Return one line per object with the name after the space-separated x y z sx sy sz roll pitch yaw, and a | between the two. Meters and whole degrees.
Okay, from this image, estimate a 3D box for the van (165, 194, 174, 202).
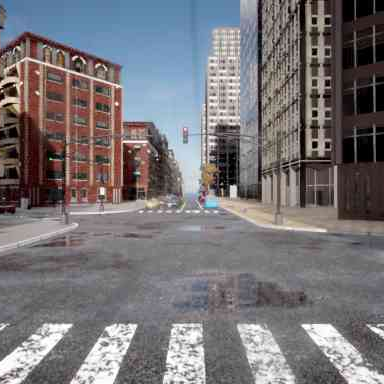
-5.311 1.475 79.105 1.690 1.788 3.998 0 0 0 | van

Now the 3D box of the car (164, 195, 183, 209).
-2.812 1.538 45.981 2.128 1.511 4.902 0 0 2 | car

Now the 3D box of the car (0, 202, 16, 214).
-21.145 1.790 36.464 4.718 1.301 1.895 -1 -1 41 | car

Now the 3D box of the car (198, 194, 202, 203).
2.568 1.645 68.001 1.887 1.381 4.507 0 0 0 | car

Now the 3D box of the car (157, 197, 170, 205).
-5.312 1.651 62.449 1.947 1.339 4.313 0 0 0 | car

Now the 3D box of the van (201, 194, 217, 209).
2.570 1.387 45.791 1.690 1.788 3.998 0 0 0 | van

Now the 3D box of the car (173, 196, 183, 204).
-2.774 1.621 66.435 1.812 1.442 4.674 0 0 1 | car

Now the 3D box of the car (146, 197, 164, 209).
-5.311 1.571 45.621 1.752 1.417 4.829 0 0 0 | car

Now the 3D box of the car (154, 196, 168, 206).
-5.311 1.510 56.897 1.967 1.590 4.097 0 0 0 | car
